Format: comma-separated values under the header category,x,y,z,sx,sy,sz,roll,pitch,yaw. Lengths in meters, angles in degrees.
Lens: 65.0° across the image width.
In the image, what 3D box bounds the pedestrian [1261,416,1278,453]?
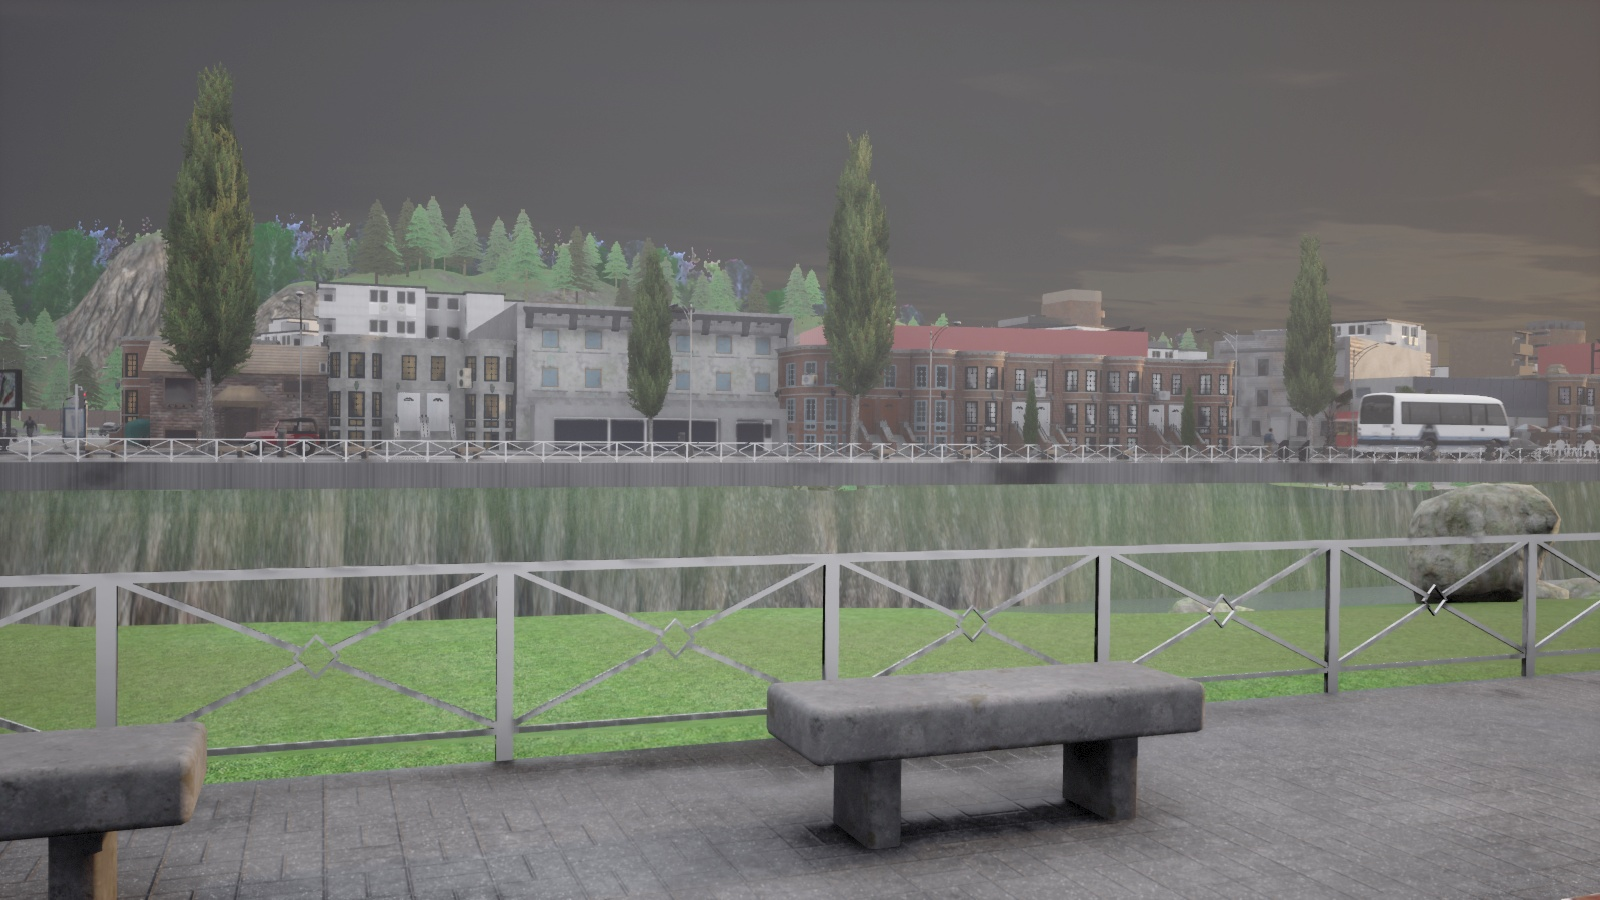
category,x,y,z,sx,sy,sz,roll,pitch,yaw
pedestrian,24.686,-0.833,66.014,0.788,1.949,0.423,-1,1,-23

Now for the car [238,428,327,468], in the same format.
category,x,y,z,sx,sy,sz,roll,pitch,yaw
car,-24.798,-0.119,60.292,3.866,1.878,1.905,-1,1,-21

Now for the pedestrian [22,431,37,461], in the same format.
category,x,y,z,sx,sy,sz,roll,pitch,yaw
pedestrian,-48.351,-0.256,78.787,0.563,1.883,0.849,-1,1,-16

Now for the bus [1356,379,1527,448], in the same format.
category,x,y,z,sx,sy,sz,roll,pitch,yaw
bus,41.469,-2.348,81.203,10.273,4.253,3.944,-1,1,-21
